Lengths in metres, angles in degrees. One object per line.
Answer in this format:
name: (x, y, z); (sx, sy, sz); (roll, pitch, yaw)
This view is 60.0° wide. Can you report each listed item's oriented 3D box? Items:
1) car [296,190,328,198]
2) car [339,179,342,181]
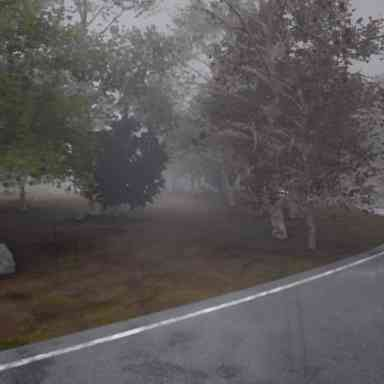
car: (14.015, -0.030, 40.829); (1.837, 1.490, 4.892); (-5, 3, -17)
car: (29.125, -2.402, 69.222); (4.902, 1.511, 2.128); (-4, 3, -16)
